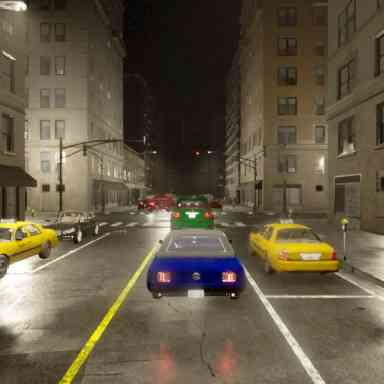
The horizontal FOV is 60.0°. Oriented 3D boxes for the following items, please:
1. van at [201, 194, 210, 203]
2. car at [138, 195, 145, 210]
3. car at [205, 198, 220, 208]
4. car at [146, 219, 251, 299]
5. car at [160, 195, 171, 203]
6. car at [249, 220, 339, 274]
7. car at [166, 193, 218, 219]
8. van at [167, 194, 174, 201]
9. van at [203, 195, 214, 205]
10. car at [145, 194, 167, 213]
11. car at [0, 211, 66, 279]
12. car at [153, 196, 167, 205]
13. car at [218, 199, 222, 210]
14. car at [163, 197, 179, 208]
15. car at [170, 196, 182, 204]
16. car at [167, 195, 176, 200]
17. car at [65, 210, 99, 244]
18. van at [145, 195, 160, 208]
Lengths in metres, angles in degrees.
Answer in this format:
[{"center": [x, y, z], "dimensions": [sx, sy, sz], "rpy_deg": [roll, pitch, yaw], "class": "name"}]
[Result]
[{"center": [2.897, 1.368, 69.963], "dimensions": [1.690, 1.788, 3.998], "rpy_deg": [0, 0, 0], "class": "van"}, {"center": [-5.645, 1.328, 42.462], "dimensions": [2.192, 1.841, 5.009], "rpy_deg": [0, 0, 0], "class": "car"}, {"center": [2.885, 1.582, 47.957], "dimensions": [1.947, 1.339, 4.313], "rpy_deg": [0, 0, 0], "class": "car"}, {"center": [0.087, 1.601, 8.387], "dimensions": [1.895, 1.301, 4.718], "rpy_deg": [0, 0, 0], "class": "car"}, {"center": [-5.628, 1.467, 69.968], "dimensions": [1.967, 1.590, 4.097], "rpy_deg": [0, 0, 0], "class": "car"}, {"center": [2.862, 1.526, 10.326], "dimensions": [1.752, 1.417, 4.829], "rpy_deg": [0, 0, 0], "class": "car"}, {"center": [0.011, 1.224, 18.153], "dimensions": [2.150, 2.045, 5.566], "rpy_deg": [0, 0, 0], "class": "car"}, {"center": [-5.618, 1.377, 86.473], "dimensions": [1.690, 1.788, 3.998], "rpy_deg": [0, 0, 0], "class": "van"}, {"center": [2.891, 1.363, 58.960], "dimensions": [1.690, 1.788, 3.998], "rpy_deg": [0, 0, 0], "class": "van"}, {"center": [-3.359, 1.229, 37.610], "dimensions": [2.150, 2.045, 5.566], "rpy_deg": [0, 0, 6], "class": "car"}, {"center": [-5.663, 1.526, 9.992], "dimensions": [1.752, 1.417, 4.829], "rpy_deg": [0, 0, 0], "class": "car"}, {"center": [-5.635, 1.462, 58.965], "dimensions": [1.967, 1.590, 4.097], "rpy_deg": [0, 0, 0], "class": "car"}, {"center": [2.881, 1.557, 42.456], "dimensions": [1.887, 1.381, 4.507], "rpy_deg": [0, 0, 0], "class": "car"}, {"center": [-3.066, 1.507, 50.081], "dimensions": [2.128, 1.511, 4.902], "rpy_deg": [0, 0, 0], "class": "car"}, {"center": [-3.013, 1.516, 63.791], "dimensions": [2.128, 1.511, 4.902], "rpy_deg": [0, 0, 0], "class": "car"}, {"center": [-5.615, 1.591, 91.973], "dimensions": [2.008, 1.369, 4.403], "rpy_deg": [0, 0, 0], "class": "car"}, {"center": [-5.660, 1.552, 15.687], "dimensions": [2.008, 1.369, 4.403], "rpy_deg": [0, 0, 0], "class": "car"}, {"center": [-5.641, 1.357, 47.962], "dimensions": [1.690, 1.788, 3.998], "rpy_deg": [0, 0, 0], "class": "van"}]
